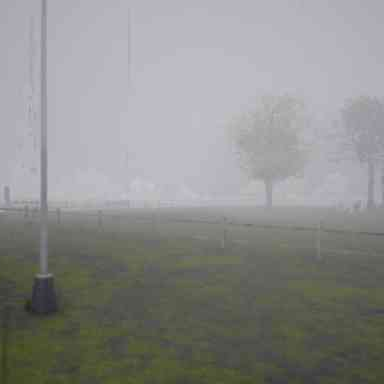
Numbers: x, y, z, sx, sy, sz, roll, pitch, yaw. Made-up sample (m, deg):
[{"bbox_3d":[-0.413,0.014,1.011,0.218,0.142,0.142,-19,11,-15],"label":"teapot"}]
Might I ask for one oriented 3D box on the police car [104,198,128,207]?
[{"bbox_3d":[-13.887,1.975,61.087,1.930,1.638,5.238,-1,-2,36],"label":"police car"}]
